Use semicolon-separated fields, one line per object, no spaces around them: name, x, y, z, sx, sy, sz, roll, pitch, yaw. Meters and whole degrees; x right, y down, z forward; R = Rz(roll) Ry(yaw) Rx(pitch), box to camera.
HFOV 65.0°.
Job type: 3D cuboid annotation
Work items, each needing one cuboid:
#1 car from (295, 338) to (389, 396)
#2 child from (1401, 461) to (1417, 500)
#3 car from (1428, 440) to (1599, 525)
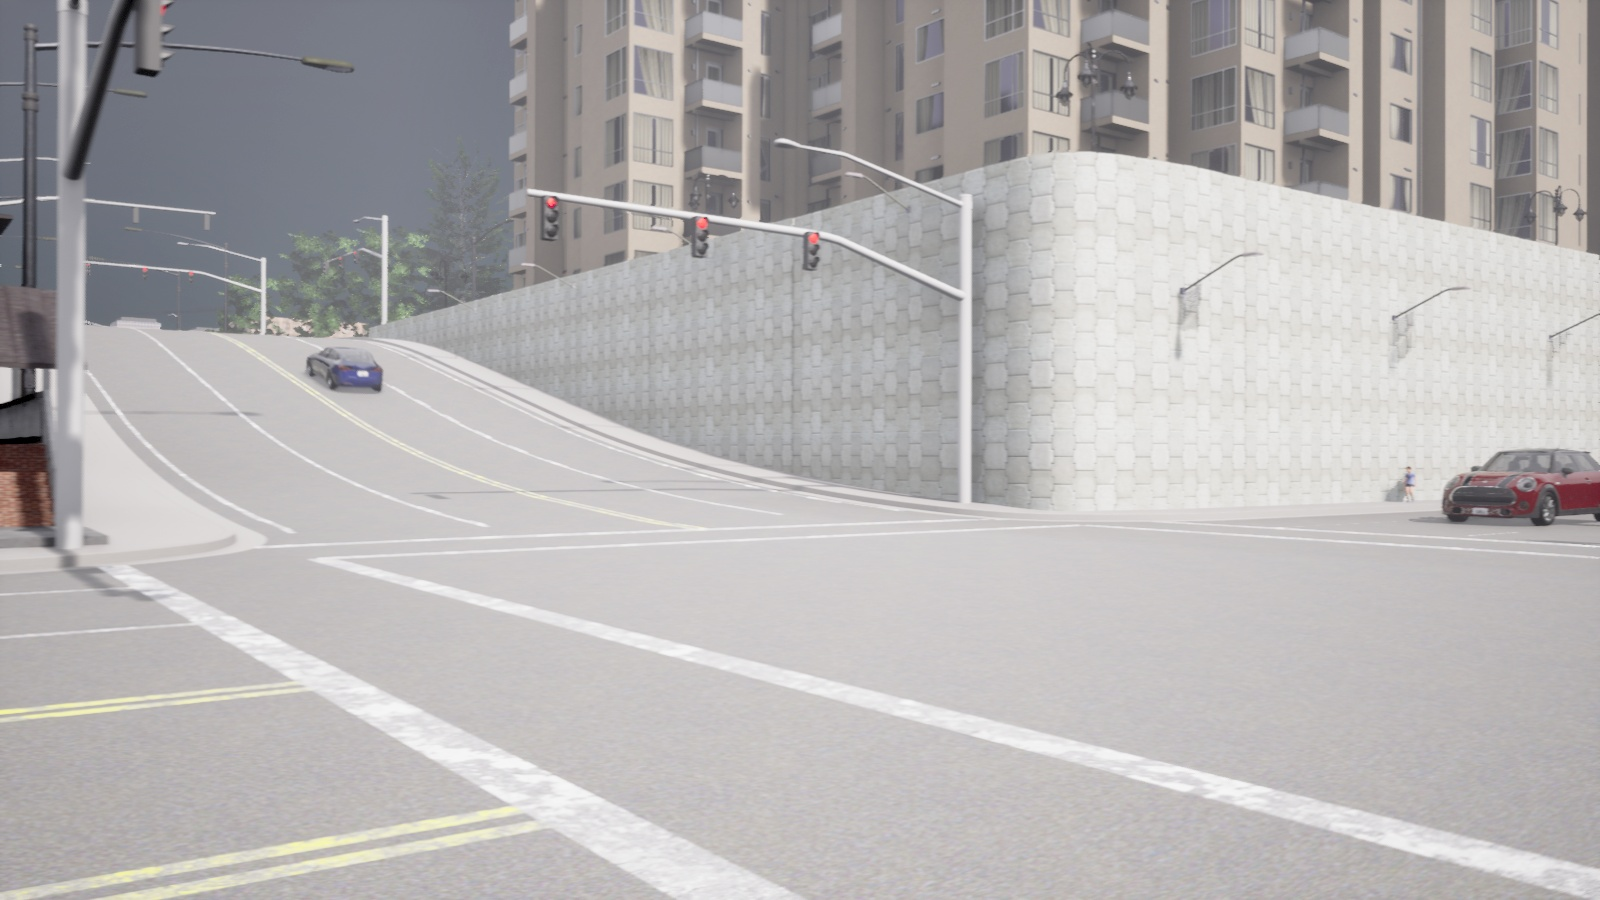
car;-18.049;-3.287;49.349;2.163;1.488;4.792;0;12;-36
child;17.650;0.889;36.398;0.394;1.110;0.255;0;0;-37
car;16.456;0.687;28.450;4.553;1.767;2.097;0;0;-36
